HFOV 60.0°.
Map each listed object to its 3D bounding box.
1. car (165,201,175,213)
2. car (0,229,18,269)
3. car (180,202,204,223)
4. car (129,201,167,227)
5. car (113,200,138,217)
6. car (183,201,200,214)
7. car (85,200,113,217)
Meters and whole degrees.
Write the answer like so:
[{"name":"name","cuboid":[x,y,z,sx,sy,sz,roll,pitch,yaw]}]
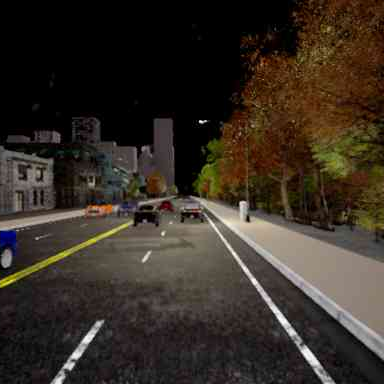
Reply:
[{"name":"car","cuboid":[-3.294,1.907,43.652,1.812,1.442,4.674,0,0,0]},{"name":"car","cuboid":[-6.612,1.597,8.800,1.882,1.535,5.008,0,-1,0]},{"name":"car","cuboid":[0.010,1.725,28.274,2.128,1.511,4.902,0,0,0]},{"name":"car","cuboid":[-3.229,1.736,25.128,1.837,1.490,4.892,0,0,0]},{"name":"car","cuboid":[-6.617,1.692,35.652,2.097,1.767,4.553,0,0,0]},{"name":"car","cuboid":[-0.037,1.910,41.940,1.994,1.385,4.181,0,0,0]},{"name":"car","cuboid":[-9.867,1.715,35.640,2.097,1.767,4.553,0,0,0]}]
